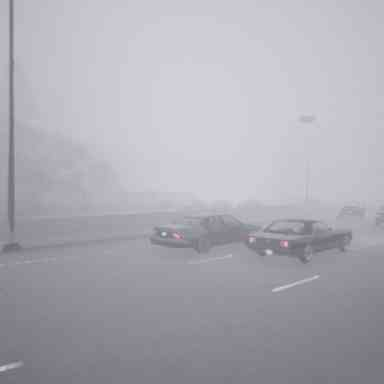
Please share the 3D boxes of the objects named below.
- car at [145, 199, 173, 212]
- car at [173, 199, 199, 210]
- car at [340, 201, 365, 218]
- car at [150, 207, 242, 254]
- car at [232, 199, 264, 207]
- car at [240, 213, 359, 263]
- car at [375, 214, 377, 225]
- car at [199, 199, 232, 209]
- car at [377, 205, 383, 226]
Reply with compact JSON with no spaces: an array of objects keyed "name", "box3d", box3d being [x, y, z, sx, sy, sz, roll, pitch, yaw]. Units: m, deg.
[{"name":"car","box3d":[-3.764,1.625,40.751,1.837,1.490,4.892,0,0,33]},{"name":"car","box3d":[0.124,1.592,40.349,1.882,1.535,5.008,0,0,30]},{"name":"car","box3d":[14.804,1.592,30.638,1.812,1.442,4.674,0,0,32]},{"name":"car","box3d":[0.836,1.586,13.836,5.357,1.411,2.033,0,0,-42]},{"name":"car","box3d":[6.656,1.575,37.700,1.882,1.535,5.008,0,0,30]},{"name":"car","box3d":[4.084,1.630,12.108,4.718,1.301,1.895,0,0,-43]},{"name":"car","box3d":[14.175,1.595,23.411,2.033,1.411,5.357,0,0,36]},{"name":"car","box3d":[3.263,1.597,38.841,2.128,1.511,4.902,0,0,30]},{"name":"car","box3d":[8.316,1.374,11.363,4.553,1.767,2.097,0,0,-44]}]
